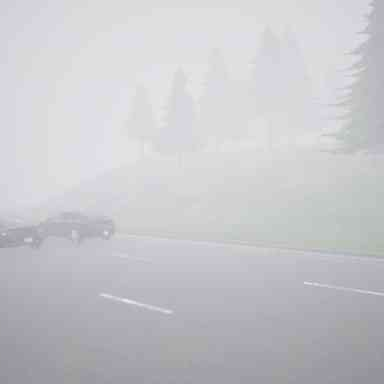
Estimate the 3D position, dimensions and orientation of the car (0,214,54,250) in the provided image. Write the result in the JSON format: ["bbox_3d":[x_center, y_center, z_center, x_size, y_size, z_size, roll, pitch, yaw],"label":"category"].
[{"bbox_3d":[-8.039,1.660,13.925,4.674,1.442,1.812,0,0,36],"label":"car"}]

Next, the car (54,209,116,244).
[{"bbox_3d":[-5.928,1.641,16.717,4.892,1.490,1.837,0,0,36],"label":"car"}]
